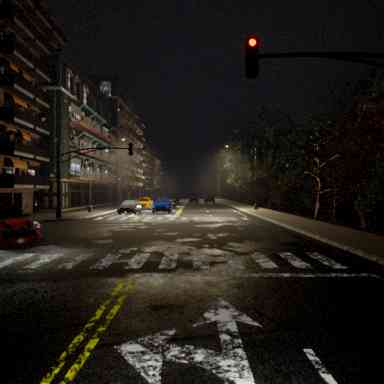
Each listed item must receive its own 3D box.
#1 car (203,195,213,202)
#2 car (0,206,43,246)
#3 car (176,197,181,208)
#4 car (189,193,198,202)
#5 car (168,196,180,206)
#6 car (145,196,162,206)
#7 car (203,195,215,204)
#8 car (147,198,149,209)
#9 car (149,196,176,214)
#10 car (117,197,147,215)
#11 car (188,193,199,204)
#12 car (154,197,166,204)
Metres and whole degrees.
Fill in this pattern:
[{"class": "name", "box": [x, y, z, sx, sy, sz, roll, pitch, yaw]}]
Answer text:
[{"class": "car", "box": [3.590, 1.498, 76.496, 2.033, 1.411, 5.357, 0, 0, 0]}, {"class": "car", "box": [-8.610, 1.435, 14.983, 4.553, 1.767, 2.097, -1, 0, 41]}, {"class": "car", "box": [-3.090, 1.500, 45.838, 2.128, 1.511, 4.902, 0, 0, 1]}, {"class": "car", "box": [0.341, 1.253, 76.588, 2.150, 2.045, 5.566, 0, 0, 0]}, {"class": "car", "box": [-3.004, 1.518, 55.900, 1.837, 1.490, 4.892, 0, 0, 0]}, {"class": "car", "box": [-6.260, 1.504, 54.712, 2.128, 1.511, 4.902, 0, 0, 0]}, {"class": "car", "box": [3.543, 1.525, 66.077, 1.837, 1.490, 4.892, 0, 0, 0]}, {"class": "car", "box": [-6.354, 1.485, 44.572, 1.882, 1.535, 5.008, 0, 0, 1]}, {"class": "car", "box": [-3.179, 1.482, 36.357, 1.882, 1.535, 5.008, 0, 0, 1]}, {"class": "car", "box": [-6.438, 1.551, 34.920, 2.033, 1.411, 5.357, 0, 0, 0]}, {"class": "car", "box": [0.387, 1.511, 64.411, 2.128, 1.511, 4.902, 0, 0, 0]}, {"class": "car", "box": [-6.212, 1.620, 65.036, 1.895, 1.301, 4.718, 0, 0, 0]}]
